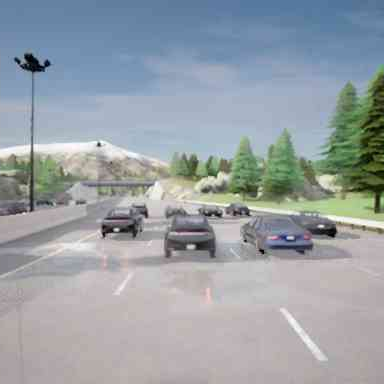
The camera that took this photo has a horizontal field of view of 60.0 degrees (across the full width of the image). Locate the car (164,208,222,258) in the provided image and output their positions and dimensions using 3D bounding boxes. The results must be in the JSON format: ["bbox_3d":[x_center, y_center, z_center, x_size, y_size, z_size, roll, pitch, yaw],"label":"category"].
[{"bbox_3d":[-0.112,1.633,13.479,2.128,1.511,4.902,0,0,-2],"label":"car"}]

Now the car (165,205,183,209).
[{"bbox_3d":[-1.805,1.943,33.428,1.895,1.301,4.718,0,-1,-8],"label":"car"}]

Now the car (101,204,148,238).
[{"bbox_3d":[-3.882,1.681,18.900,2.128,1.511,4.902,0,-1,-3],"label":"car"}]

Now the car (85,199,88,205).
[{"bbox_3d":[-22.576,2.098,68.144,1.882,1.535,5.008,0,-1,-11],"label":"car"}]

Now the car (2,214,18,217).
[{"bbox_3d":[-15.374,1.609,27.417,2.097,1.767,4.553,0,-1,-7],"label":"car"}]

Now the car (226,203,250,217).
[{"bbox_3d":[4.874,1.905,35.969,1.812,1.442,4.674,0,0,-8],"label":"car"}]

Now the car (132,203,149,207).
[{"bbox_3d":[-5.553,1.842,34.830,2.128,1.511,4.902,0,-1,-8],"label":"car"}]

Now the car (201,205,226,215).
[{"bbox_3d":[1.704,1.950,33.572,1.895,1.301,4.718,0,-1,-7],"label":"car"}]

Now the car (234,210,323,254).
[{"bbox_3d":[3.397,1.702,14.323,2.033,1.411,5.357,0,-1,-2],"label":"car"}]

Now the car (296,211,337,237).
[{"bbox_3d":[6.602,1.775,19.300,1.994,1.385,4.181,0,-1,-3],"label":"car"}]
